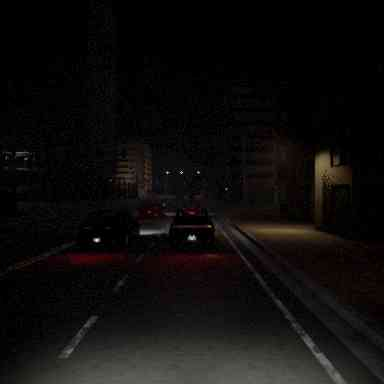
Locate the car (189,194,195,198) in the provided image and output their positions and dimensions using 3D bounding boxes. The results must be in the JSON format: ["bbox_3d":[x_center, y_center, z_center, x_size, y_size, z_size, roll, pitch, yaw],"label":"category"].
[{"bbox_3d":[0.000,1.460,94.029,1.837,1.490,4.892,0,0,0],"label":"car"}]

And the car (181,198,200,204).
[{"bbox_3d":[0.000,1.531,29.650,1.812,1.442,4.674,0,0,0],"label":"car"}]

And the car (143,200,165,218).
[{"bbox_3d":[-3.500,1.483,29.650,1.882,1.535,5.008,0,0,0],"label":"car"}]

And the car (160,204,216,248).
[{"bbox_3d":[0.000,1.493,14.650,2.128,1.511,4.902,0,0,0],"label":"car"}]

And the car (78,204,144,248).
[{"bbox_3d":[-3.500,1.514,14.650,1.837,1.490,4.892,0,0,0],"label":"car"}]

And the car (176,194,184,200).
[{"bbox_3d":[-3.500,1.315,94.001,2.097,1.767,4.553,0,0,0],"label":"car"}]
